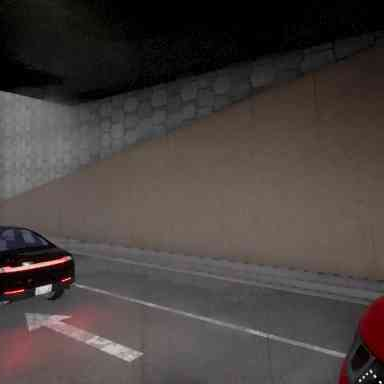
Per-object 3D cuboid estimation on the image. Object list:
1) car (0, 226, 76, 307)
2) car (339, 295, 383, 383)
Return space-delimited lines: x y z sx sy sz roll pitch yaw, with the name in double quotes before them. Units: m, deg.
"car" -4.557 1.492 7.222 4.902 1.511 2.128 0 0 36
"car" 3.618 1.221 1.362 5.566 2.045 2.150 0 0 35
